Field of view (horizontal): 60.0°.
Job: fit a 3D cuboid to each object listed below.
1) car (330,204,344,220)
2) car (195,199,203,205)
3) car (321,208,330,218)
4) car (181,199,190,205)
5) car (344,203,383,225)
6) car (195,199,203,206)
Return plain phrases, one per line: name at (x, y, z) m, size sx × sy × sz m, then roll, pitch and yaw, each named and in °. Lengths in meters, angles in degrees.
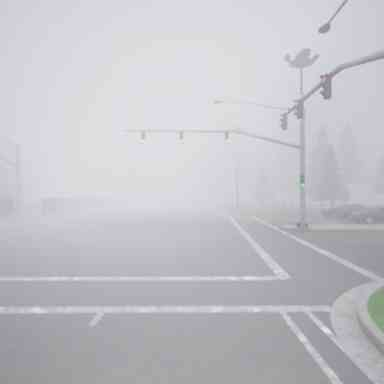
car at (15.606, 1.999, 30.436) m, size 4.718 × 1.301 × 1.895 m, roll 0°, pitch -1°, yaw -1°
car at (1.836, 2.717, 90.306) m, size 2.033 × 1.411 × 5.357 m, roll 0°, pitch -1°, yaw 0°
car at (15.765, 1.922, 33.941) m, size 5.008 × 1.535 × 1.882 m, roll 0°, pitch -1°, yaw -1°
car at (-1.681, 2.481, 86.322) m, size 2.097 × 1.767 × 4.553 m, roll 0°, pitch -1°, yaw 0°
car at (15.348, 1.858, 26.936) m, size 4.892 × 1.490 × 1.837 m, roll 0°, pitch -1°, yaw -1°
car at (1.796, 2.555, 80.942) m, size 1.837 × 1.490 × 4.892 m, roll 0°, pitch -1°, yaw 0°
